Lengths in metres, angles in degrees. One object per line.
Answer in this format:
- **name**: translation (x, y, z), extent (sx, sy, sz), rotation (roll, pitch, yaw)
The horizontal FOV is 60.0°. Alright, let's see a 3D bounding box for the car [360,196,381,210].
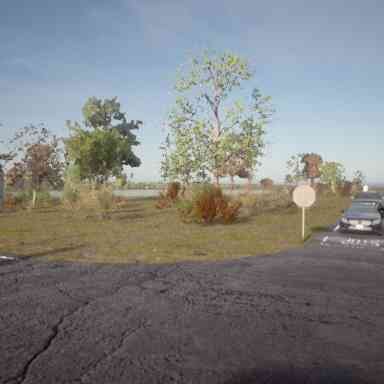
- **car**: translation (20.472, 1.183, 38.020), extent (1.994, 1.385, 4.181), rotation (1, 1, 30)

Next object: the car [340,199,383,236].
- **car**: translation (8.918, 1.335, 17.446), extent (1.812, 1.442, 4.674), rotation (1, 1, 29)

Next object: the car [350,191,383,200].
- **car**: translation (14.090, 0.947, 26.663), extent (2.150, 2.045, 5.566), rotation (1, 1, 29)
